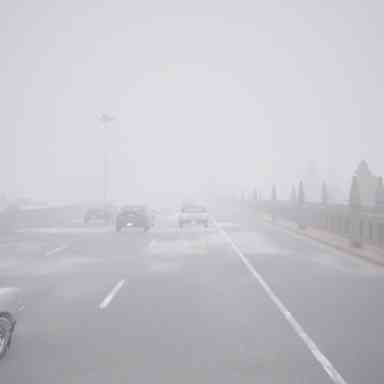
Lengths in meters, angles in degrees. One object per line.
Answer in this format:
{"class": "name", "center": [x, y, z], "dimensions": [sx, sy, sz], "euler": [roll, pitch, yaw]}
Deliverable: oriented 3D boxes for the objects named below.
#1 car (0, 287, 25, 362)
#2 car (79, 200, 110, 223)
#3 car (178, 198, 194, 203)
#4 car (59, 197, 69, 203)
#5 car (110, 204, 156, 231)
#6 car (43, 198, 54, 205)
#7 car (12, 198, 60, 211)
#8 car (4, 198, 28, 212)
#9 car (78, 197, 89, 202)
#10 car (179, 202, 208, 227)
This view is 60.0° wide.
{"class": "car", "center": [-3.400, 1.601, 2.792], "dimensions": [1.895, 1.301, 4.718], "euler": [0, 0, 0]}
{"class": "car", "center": [-6.909, 1.552, 25.708], "dimensions": [1.812, 1.442, 4.674], "euler": [0, 0, 0]}
{"class": "car", "center": [-0.561, 1.566, 41.259], "dimensions": [1.837, 1.490, 4.892], "euler": [0, 0, -6]}
{"class": "car", "center": [-29.113, 1.805, 75.007], "dimensions": [2.033, 1.411, 5.357], "euler": [0, 0, -27]}
{"class": "car", "center": [-3.405, 1.520, 20.517], "dimensions": [1.837, 1.490, 4.892], "euler": [0, 0, 0]}
{"class": "car", "center": [-29.284, 1.818, 67.765], "dimensions": [1.895, 1.301, 4.718], "euler": [0, 0, -24]}
{"class": "car", "center": [-14.187, 1.561, 30.586], "dimensions": [1.812, 1.442, 4.674], "euler": [0, 0, -1]}
{"class": "car", "center": [-17.837, 1.400, 35.075], "dimensions": [2.097, 1.767, 4.553], "euler": [0, 0, -3]}
{"class": "car", "center": [-23.097, 1.815, 71.039], "dimensions": [1.895, 1.301, 4.718], "euler": [0, 0, -24]}
{"class": "car", "center": [0.094, 1.622, 23.200], "dimensions": [1.895, 1.301, 4.718], "euler": [0, 0, 0]}
